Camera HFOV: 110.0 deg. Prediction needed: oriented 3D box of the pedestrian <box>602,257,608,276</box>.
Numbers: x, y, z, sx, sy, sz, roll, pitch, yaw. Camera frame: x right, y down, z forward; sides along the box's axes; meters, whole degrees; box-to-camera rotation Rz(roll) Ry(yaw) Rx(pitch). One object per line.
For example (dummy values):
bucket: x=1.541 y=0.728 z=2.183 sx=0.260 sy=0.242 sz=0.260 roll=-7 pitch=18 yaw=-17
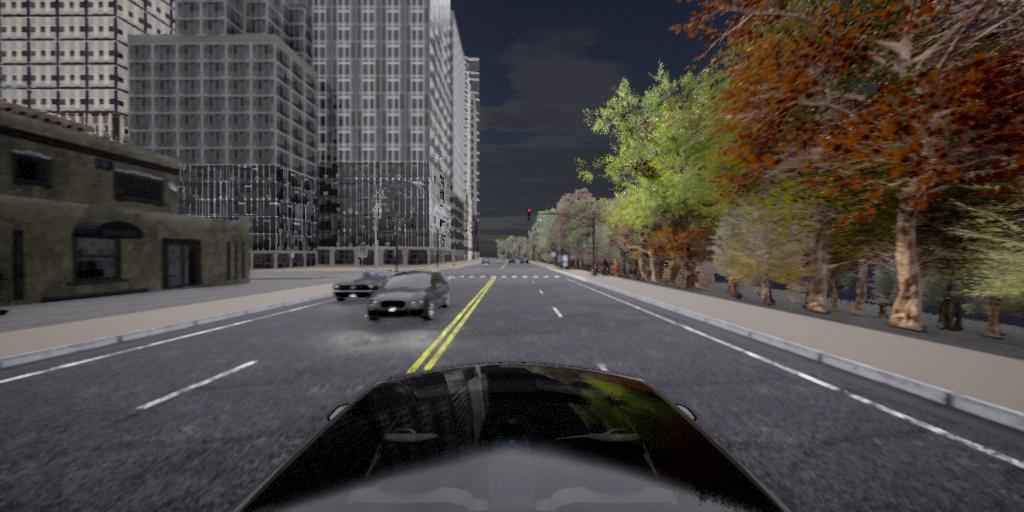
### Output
pedestrian: x=8.628 y=0.901 z=33.235 sx=0.375 sy=1.860 sz=0.375 roll=0 pitch=0 yaw=0

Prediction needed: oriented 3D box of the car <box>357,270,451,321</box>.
car: x=-3.350 y=1.263 z=12.476 sx=1.837 sy=1.490 sz=4.892 roll=0 pitch=0 yaw=0

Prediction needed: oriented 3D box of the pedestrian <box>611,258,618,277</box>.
pedestrian: x=9.696 y=1.008 z=33.836 sx=0.375 sy=1.860 sz=0.375 roll=0 pitch=0 yaw=0

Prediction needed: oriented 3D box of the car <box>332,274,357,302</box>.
car: x=-6.596 y=1.359 z=17.103 sx=1.895 sy=1.301 sz=4.718 roll=0 pitch=0 yaw=0
